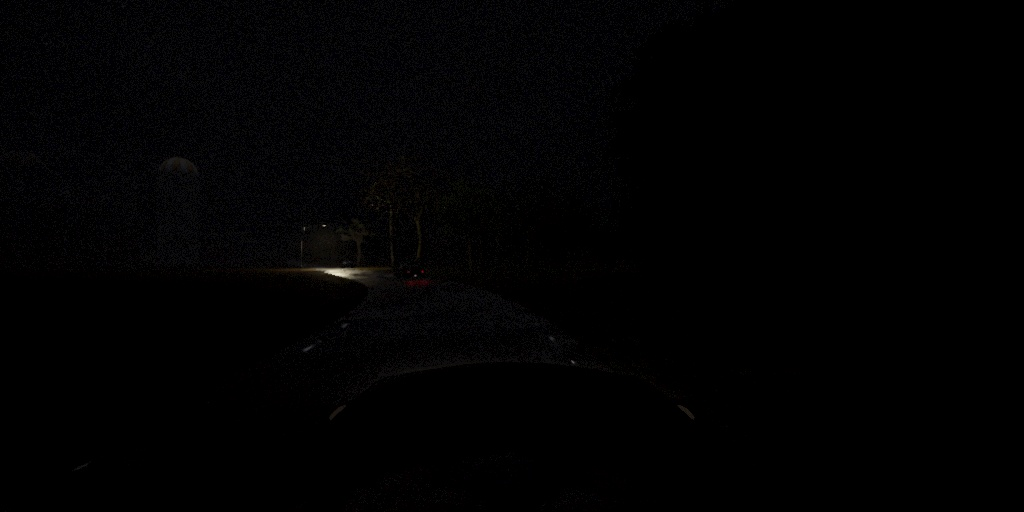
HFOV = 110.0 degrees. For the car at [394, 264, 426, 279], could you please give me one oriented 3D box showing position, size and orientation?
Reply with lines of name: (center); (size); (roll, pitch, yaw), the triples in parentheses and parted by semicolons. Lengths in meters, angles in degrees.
car: (-9.604, 1.432, 33.324); (1.895, 1.301, 4.718); (0, 0, -31)
